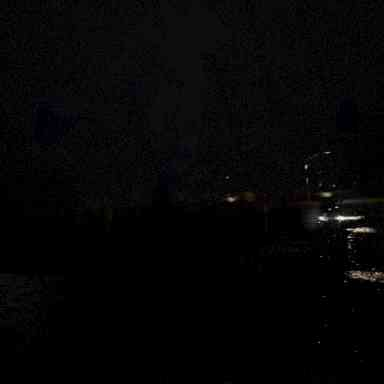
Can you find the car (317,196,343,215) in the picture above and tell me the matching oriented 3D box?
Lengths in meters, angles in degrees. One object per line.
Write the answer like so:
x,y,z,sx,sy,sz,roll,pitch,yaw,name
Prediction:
12.659,1.198,30.487,1.837,1.490,4.892,-4,0,25,car
